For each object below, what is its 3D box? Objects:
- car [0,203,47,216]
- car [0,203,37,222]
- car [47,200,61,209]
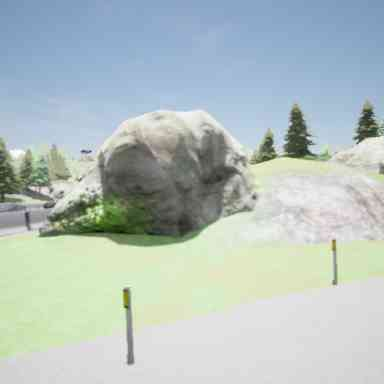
[{"bbox_3d":[-12.941,1.655,24.278,1.994,1.385,4.181,-1,0,8],"label":"car"},{"bbox_3d":[-15.749,1.742,29.159,1.994,1.385,4.181,-1,0,9],"label":"car"},{"bbox_3d":[-19.845,1.949,49.078,2.128,1.511,4.902,-1,-1,9],"label":"car"}]
